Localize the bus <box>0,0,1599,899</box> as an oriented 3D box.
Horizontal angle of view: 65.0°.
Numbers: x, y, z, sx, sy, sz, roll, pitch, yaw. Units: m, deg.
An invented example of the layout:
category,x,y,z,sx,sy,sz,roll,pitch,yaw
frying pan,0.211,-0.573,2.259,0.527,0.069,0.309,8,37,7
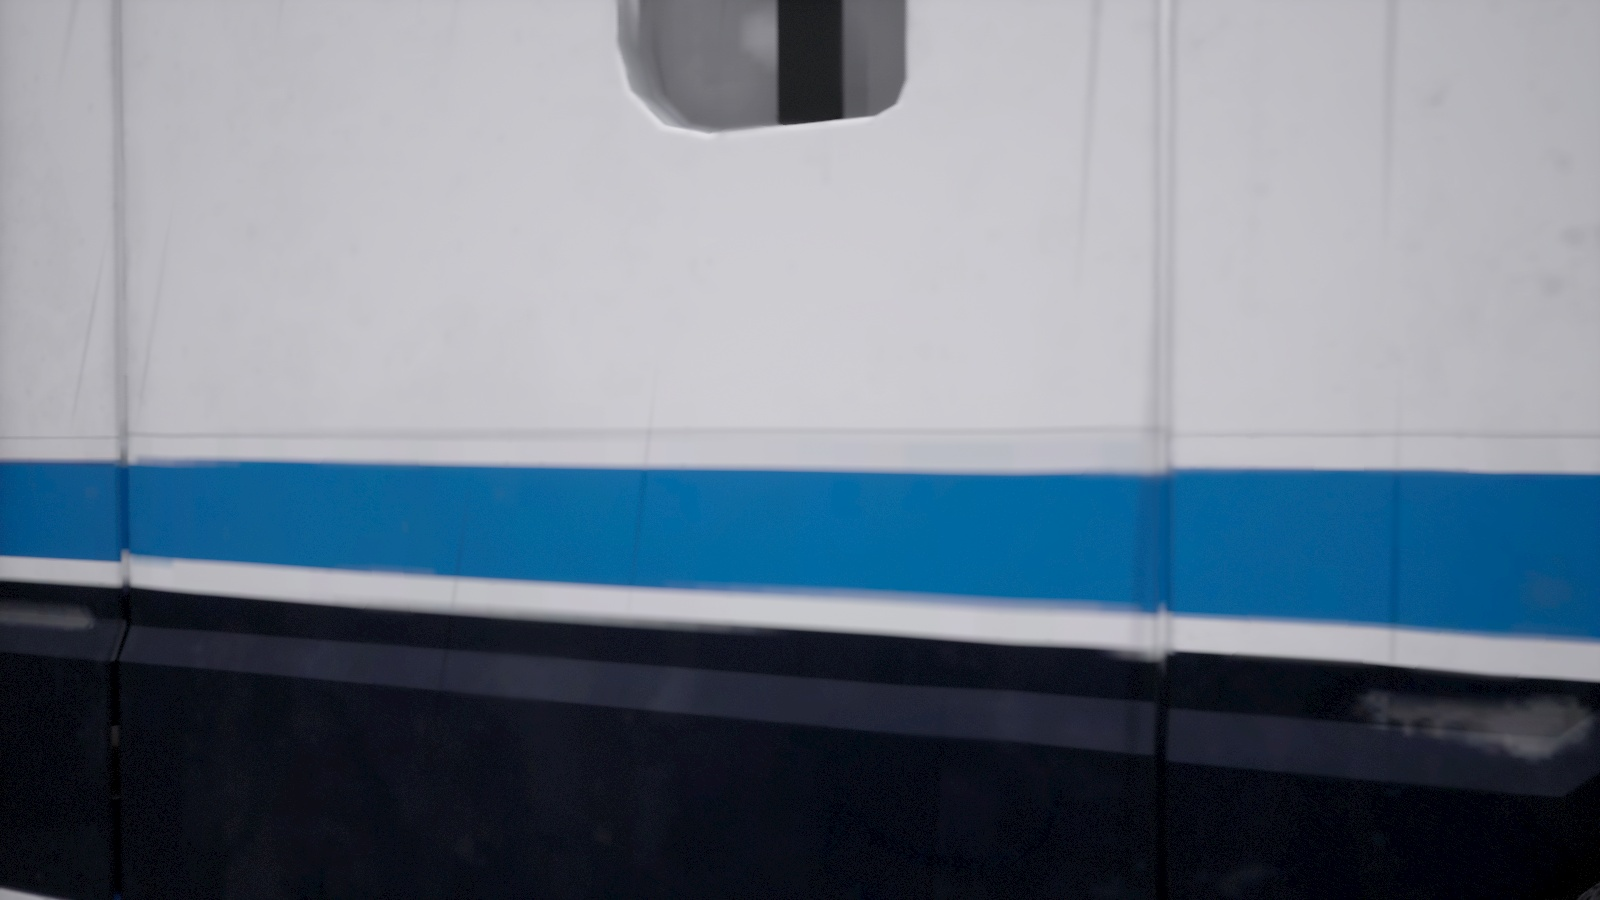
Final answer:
category,x,y,z,sx,sy,sz,roll,pitch,yaw
bus,-1.020,-0.607,3.455,10.273,4.253,3.944,1,1,23
